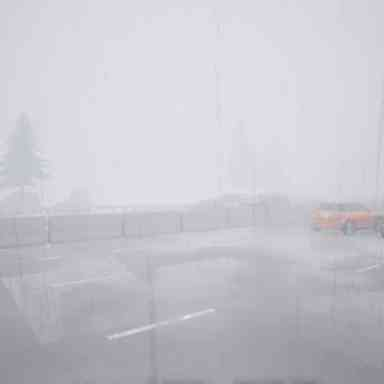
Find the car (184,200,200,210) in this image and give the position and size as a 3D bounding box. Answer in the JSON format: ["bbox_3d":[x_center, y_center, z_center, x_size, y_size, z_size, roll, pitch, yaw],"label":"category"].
[{"bbox_3d":[1.692,1.495,39.627,5.357,1.411,2.033,0,0,-36],"label":"car"}]

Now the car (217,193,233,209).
[{"bbox_3d":[5.228,1.299,33.547,4.553,1.767,2.097,0,0,-36],"label":"car"}]

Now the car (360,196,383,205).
[{"bbox_3d":[30.165,1.434,55.446,4.181,1.385,1.994,0,0,-33],"label":"car"}]

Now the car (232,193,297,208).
[{"bbox_3d":[6.700,1.173,30.299,5.566,2.045,2.150,0,0,-36],"label":"car"}]

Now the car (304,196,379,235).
[{"bbox_3d":[8.706,1.312,18.579,4.553,1.767,2.097,0,0,-36],"label":"car"}]

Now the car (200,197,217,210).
[{"bbox_3d":[4.009,1.170,36.979,5.566,2.045,2.150,0,0,-35],"label":"car"}]

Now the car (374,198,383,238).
[{"bbox_3d":[11.045,1.310,15.950,4.553,1.767,2.097,0,0,-36],"label":"car"}]

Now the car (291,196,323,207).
[{"bbox_3d":[17.638,1.394,50.990,4.902,1.511,2.128,0,0,-35],"label":"car"}]

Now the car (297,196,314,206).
[{"bbox_3d":[16.845,1.400,46.140,4.902,1.511,2.128,0,0,-35],"label":"car"}]

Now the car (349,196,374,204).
[{"bbox_3d":[30.439,1.463,59.754,4.718,1.301,1.895,0,0,-31],"label":"car"}]

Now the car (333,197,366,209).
[{"bbox_3d":[21.339,1.408,45.039,4.892,1.490,1.837,0,0,-35],"label":"car"}]
